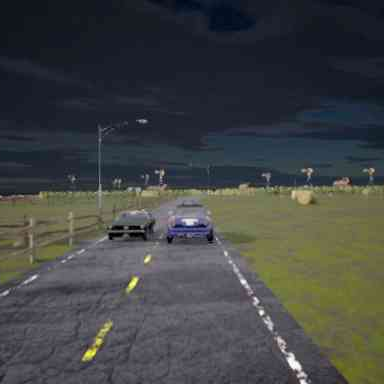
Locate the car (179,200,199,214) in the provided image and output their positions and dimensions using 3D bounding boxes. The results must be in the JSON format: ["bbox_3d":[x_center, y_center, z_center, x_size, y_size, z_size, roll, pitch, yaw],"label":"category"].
[{"bbox_3d":[-0.329,1.598,36.187,1.994,1.385,4.181,0,0,-1],"label":"car"}]

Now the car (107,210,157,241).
[{"bbox_3d":[-2.942,1.637,16.958,1.895,1.301,4.718,0,0,-1],"label":"car"}]

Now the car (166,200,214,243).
[{"bbox_3d":[-0.107,1.367,16.429,2.097,1.767,4.553,0,0,0],"label":"car"}]
